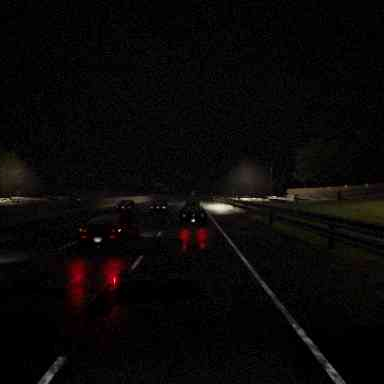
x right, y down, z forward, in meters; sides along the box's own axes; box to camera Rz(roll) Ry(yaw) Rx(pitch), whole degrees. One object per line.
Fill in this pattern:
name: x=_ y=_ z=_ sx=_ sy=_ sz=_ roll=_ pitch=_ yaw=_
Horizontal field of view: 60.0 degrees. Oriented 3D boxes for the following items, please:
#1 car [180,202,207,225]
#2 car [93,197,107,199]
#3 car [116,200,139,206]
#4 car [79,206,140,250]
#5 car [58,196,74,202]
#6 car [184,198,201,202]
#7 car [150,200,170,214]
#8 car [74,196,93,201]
car: x=0.085 y=1.629 z=24.574 sx=1.895 sy=1.301 sz=4.718 roll=0 pitch=0 yaw=0
car: x=-17.540 y=1.706 z=66.075 sx=1.994 sy=1.385 sz=4.181 roll=0 pitch=0 yaw=0
car: x=-6.922 y=1.600 z=35.844 sx=2.033 sy=1.411 sz=5.357 roll=0 pitch=0 yaw=0
car: x=-3.409 y=1.538 z=14.311 sx=1.812 sy=1.442 sz=4.674 roll=0 pitch=0 yaw=0
car: x=-24.539 y=1.623 z=65.196 sx=1.882 sy=1.535 sz=5.008 roll=0 pitch=0 yaw=0
car: x=0.075 y=1.547 z=42.080 sx=1.882 sy=1.535 sz=5.008 roll=0 pitch=0 yaw=0
car: x=-3.422 y=1.600 z=35.840 sx=2.033 sy=1.411 sz=5.357 roll=0 pitch=0 yaw=0
car: x=-21.040 y=1.504 z=66.062 sx=2.097 sy=1.767 sz=4.553 roll=0 pitch=0 yaw=0
